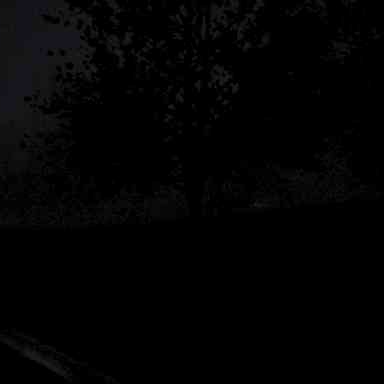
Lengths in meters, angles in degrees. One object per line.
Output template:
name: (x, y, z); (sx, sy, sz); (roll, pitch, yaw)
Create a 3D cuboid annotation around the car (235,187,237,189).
car: (6.561, -0.034, 45.162); (5.008, 1.535, 1.882); (-3, 3, -29)

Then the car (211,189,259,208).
car: (3.673, 0.744, 30.982); (4.674, 1.442, 1.812); (-3, 3, -34)

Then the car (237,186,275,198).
car: (8.462, 0.091, 42.228); (4.674, 1.442, 1.812); (-3, 3, -29)
